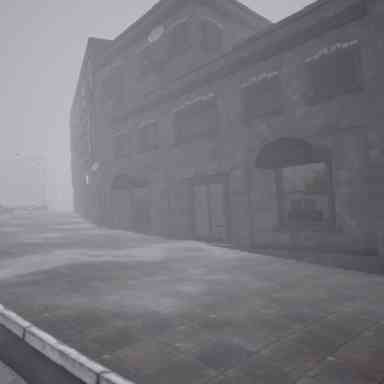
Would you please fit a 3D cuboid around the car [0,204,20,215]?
[{"bbox_3d":[-23.205,2.148,40.317,1.895,1.301,4.718,-3,-1,-4],"label":"car"}]

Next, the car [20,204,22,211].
[{"bbox_3d":[-27.611,2.575,55.263,2.033,1.411,5.357,-3,-1,-2],"label":"car"}]

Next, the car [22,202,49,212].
[{"bbox_3d":[-23.976,2.274,51.747,1.812,1.442,4.674,-3,-1,-2],"label":"car"}]
